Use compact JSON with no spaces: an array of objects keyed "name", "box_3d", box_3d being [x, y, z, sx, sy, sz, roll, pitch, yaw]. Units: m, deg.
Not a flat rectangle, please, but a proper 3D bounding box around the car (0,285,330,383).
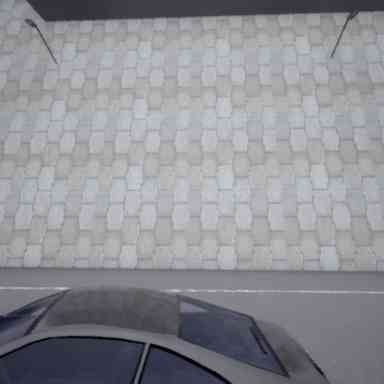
[{"name":"car","box_3d":[-0.992,1.561,2.677,4.181,1.385,1.994,0,0,-3]}]
